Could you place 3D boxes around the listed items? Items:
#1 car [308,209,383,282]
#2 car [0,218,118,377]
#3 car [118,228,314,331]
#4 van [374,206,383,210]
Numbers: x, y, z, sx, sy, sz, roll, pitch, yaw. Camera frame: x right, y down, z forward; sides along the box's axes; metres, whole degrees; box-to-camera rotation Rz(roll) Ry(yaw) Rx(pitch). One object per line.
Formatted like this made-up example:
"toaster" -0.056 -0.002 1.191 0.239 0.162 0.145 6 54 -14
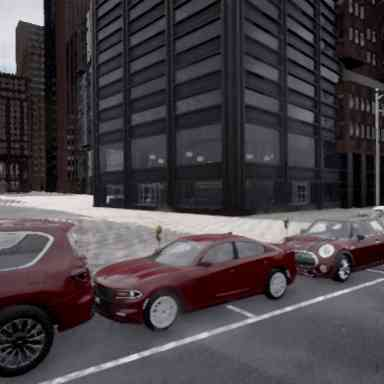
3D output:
"car" 4.229 1.461 9.681 4.097 1.590 1.967 0 -1 -35
"car" -3.727 1.314 4.007 5.009 1.841 2.192 0 -1 -35
"car" 0.252 1.555 6.842 4.507 1.381 1.887 0 -1 -35
"van" 8.206 1.373 12.520 3.998 1.788 1.690 0 -1 -35
